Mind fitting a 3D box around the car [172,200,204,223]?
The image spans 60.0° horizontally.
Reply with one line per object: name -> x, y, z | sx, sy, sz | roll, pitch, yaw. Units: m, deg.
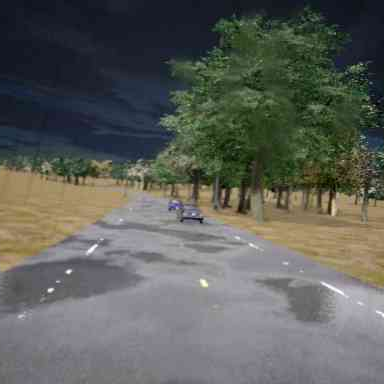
car -> -0.198, 1.726, 27.578 | 2.033, 1.411, 5.357 | 4, 0, -7

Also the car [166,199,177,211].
car -> -2.013, 1.645, 41.189 | 1.812, 1.442, 4.674 | 4, 0, -7
